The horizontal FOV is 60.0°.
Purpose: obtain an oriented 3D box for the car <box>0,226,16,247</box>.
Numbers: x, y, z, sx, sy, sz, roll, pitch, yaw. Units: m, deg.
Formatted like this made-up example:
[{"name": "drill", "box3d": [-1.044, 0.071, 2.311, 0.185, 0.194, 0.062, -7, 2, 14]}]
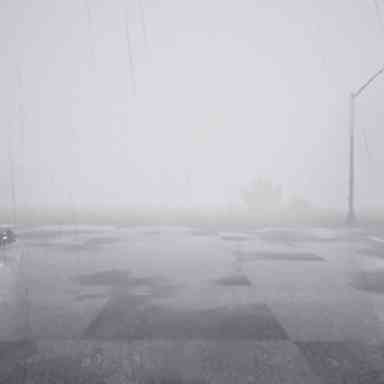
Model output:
[{"name": "car", "box3d": [-9.549, 1.663, 13.541, 4.181, 1.385, 1.994, 1, 0, 0]}]
